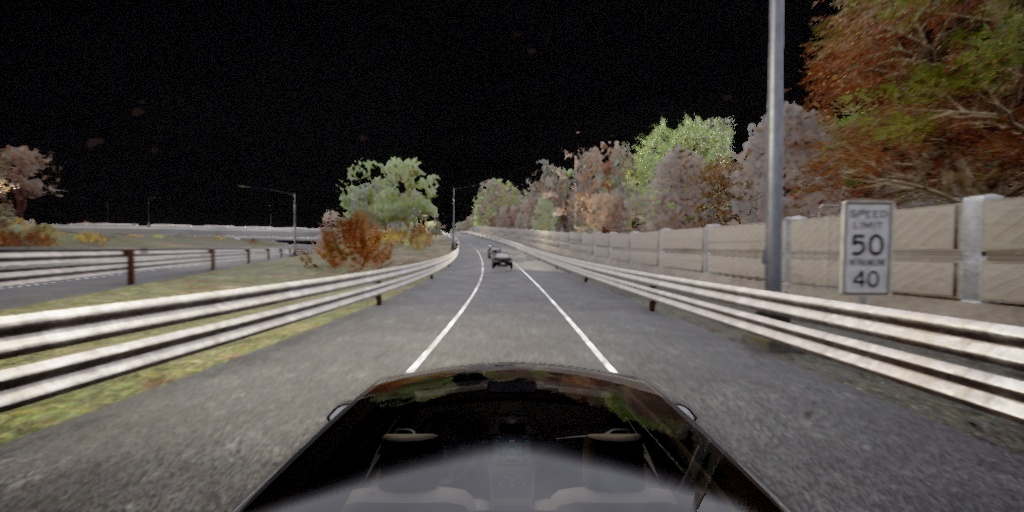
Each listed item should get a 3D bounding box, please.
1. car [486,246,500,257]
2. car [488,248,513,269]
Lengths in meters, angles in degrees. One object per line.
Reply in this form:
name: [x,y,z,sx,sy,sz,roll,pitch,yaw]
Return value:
car: [-2.299,-0.530,47.177,1.837,1.490,4.892,0,5,-7]
car: [-1.012,0.347,34.313,1.882,1.535,5.008,0,4,-5]
